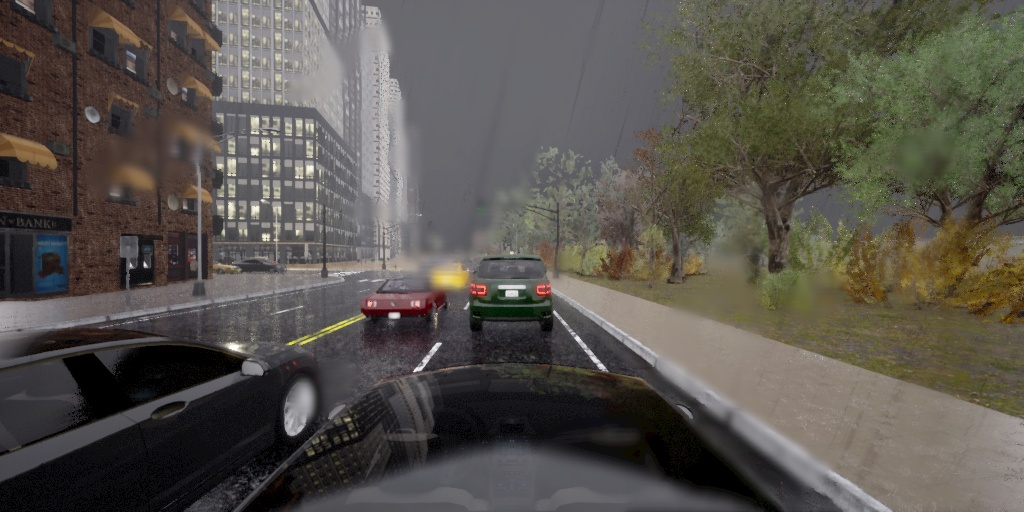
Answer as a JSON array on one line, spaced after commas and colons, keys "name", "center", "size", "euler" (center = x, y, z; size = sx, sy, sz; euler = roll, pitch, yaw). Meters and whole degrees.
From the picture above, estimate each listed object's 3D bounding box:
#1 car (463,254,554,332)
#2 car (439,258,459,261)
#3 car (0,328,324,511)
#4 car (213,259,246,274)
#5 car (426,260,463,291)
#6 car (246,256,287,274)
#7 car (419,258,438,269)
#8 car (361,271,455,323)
[{"name": "car", "center": [-0.030, 0.969, 11.059], "size": [2.150, 2.045, 5.566], "euler": [0, 0, -1]}, {"name": "car", "center": [-9.517, 1.264, 55.138], "size": [2.033, 1.411, 5.357], "euler": [0, 0, -6]}, {"name": "car", "center": [-3.180, 1.254, 2.370], "size": [1.837, 1.490, 4.892], "euler": [0, 0, 0]}, {"name": "car", "center": [-26.646, 0.938, 31.370], "size": [4.829, 1.417, 1.751], "euler": [0, 0, -11]}, {"name": "car", "center": [-3.582, 1.221, 21.529], "size": [1.882, 1.535, 5.008], "euler": [0, 0, -2]}, {"name": "car", "center": [-24.358, 0.973, 34.537], "size": [4.674, 1.442, 1.812], "euler": [1, 0, -9]}, {"name": "car", "center": [-12.636, 1.284, 53.650], "size": [1.994, 1.385, 4.181], "euler": [0, 0, -6]}, {"name": "car", "center": [-3.290, 1.349, 12.127], "size": [1.895, 1.301, 4.718], "euler": [0, 0, -1]}]
